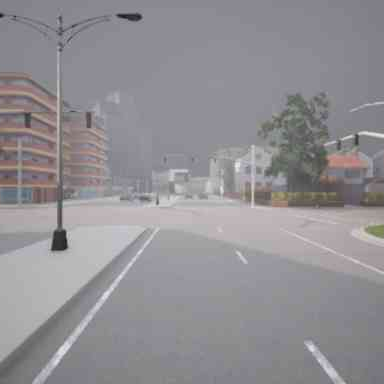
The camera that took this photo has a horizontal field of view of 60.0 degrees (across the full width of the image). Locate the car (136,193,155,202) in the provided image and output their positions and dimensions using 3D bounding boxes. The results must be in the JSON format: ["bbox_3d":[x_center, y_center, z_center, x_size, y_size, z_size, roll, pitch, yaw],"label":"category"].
[{"bbox_3d":[-8.618,1.145,61.480,1.895,1.301,4.718,0,0,0],"label":"car"}]

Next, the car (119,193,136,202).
[{"bbox_3d":[-12.123,1.039,61.466,1.837,1.490,4.892,0,1,0],"label":"car"}]

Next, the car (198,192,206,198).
[{"bbox_3d":[2.632,0.870,89.476,2.128,1.511,4.902,0,0,-1],"label":"car"}]

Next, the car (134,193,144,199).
[{"bbox_3d":[-12.248,0.944,77.169,1.812,1.442,4.674,0,0,-1],"label":"car"}]

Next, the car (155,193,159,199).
[{"bbox_3d":[-8.749,0.953,77.210,1.812,1.442,4.674,0,0,-1],"label":"car"}]

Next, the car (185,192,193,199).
[{"bbox_3d":[-0.770,0.960,79.443,1.812,1.442,4.674,0,0,-1],"label":"car"}]

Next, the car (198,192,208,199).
[{"bbox_3d":[2.734,0.988,79.061,2.033,1.411,5.357,0,0,-1],"label":"car"}]
